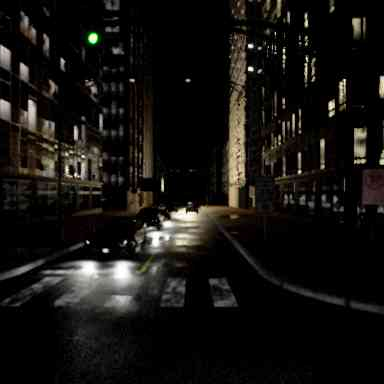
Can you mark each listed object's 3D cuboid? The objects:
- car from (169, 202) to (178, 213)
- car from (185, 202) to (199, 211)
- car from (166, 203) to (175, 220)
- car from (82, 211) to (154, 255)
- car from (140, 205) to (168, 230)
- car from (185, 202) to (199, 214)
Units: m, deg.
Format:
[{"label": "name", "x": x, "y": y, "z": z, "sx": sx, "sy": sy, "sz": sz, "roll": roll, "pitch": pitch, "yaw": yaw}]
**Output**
[{"label": "car", "x": -3.016, "y": 2.270, "z": 48.894, "sx": 1.882, "sy": 1.535, "sz": 5.008, "roll": 0, "pitch": -1, "yaw": 0}, {"label": "car", "x": -0.007, "y": 2.415, "z": 55.968, "sx": 2.128, "sy": 1.511, "sz": 4.902, "roll": 0, "pitch": -1, "yaw": 0}, {"label": "car", "x": -3.095, "y": 2.152, "z": 34.751, "sx": 1.895, "sy": 1.301, "sz": 4.718, "roll": 0, "pitch": -1, "yaw": 0}, {"label": "car", "x": -3.099, "y": 1.761, "z": 14.587, "sx": 2.033, "sy": 1.411, "sz": 5.357, "roll": 0, "pitch": -1, "yaw": 0}, {"label": "car", "x": -3.096, "y": 1.882, "z": 24.424, "sx": 1.837, "sy": 1.490, "sz": 4.892, "roll": 0, "pitch": -1, "yaw": 0}, {"label": "car", "x": -0.005, "y": 2.290, "z": 45.551, "sx": 2.033, "sy": 1.411, "sz": 5.357, "roll": 0, "pitch": -1, "yaw": 0}]
